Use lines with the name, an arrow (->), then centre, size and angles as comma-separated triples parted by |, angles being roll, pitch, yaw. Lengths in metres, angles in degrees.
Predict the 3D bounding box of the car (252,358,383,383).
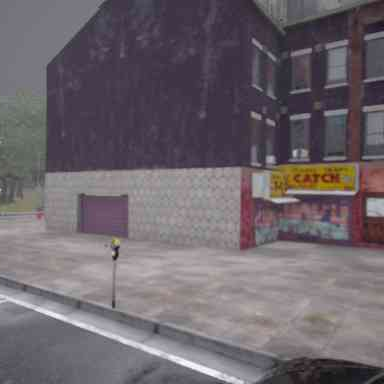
car -> 2.017, 1.562, 1.354 | 4.313, 1.339, 1.947 | 0, 1, 35
